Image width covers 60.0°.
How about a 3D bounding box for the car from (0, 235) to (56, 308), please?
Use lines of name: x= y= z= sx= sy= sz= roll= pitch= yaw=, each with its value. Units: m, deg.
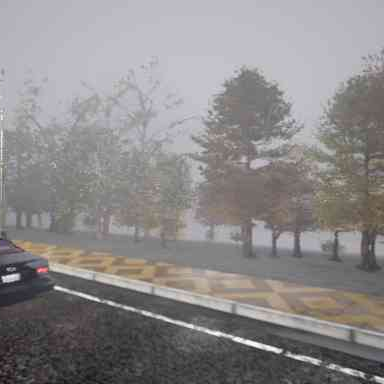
car: x=-5.192 y=1.542 z=7.215 sx=5.357 sy=1.411 sz=2.033 roll=0 pitch=0 yaw=35
